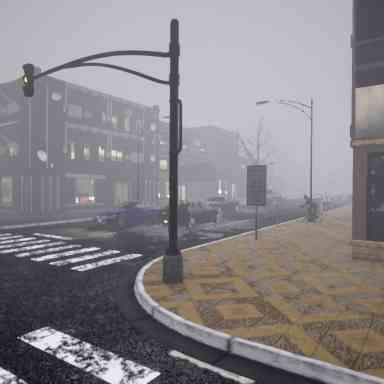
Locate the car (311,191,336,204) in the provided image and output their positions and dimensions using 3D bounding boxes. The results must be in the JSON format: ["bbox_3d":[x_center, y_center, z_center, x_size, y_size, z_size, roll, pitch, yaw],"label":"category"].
[{"bbox_3d":[17.950,0.698,45.339,2.128,1.511,4.902,1,1,35],"label":"car"}]

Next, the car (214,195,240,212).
[{"bbox_3d":[2.351,1.028,28.431,1.882,1.535,5.008,1,1,35],"label":"car"}]

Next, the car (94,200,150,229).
[{"bbox_3d":[-3.596,1.248,19.835,1.812,1.442,4.674,1,1,37],"label":"car"}]

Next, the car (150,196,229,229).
[{"bbox_3d":[0.021,1.227,19.448,1.837,1.490,4.892,1,2,35],"label":"car"}]

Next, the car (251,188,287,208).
[{"bbox_3d":[8.368,0.599,37.100,2.150,2.045,5.566,1,1,35],"label":"car"}]

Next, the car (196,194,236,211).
[{"bbox_3d":[2.450,1.011,33.334,2.008,1.369,4.403,2,2,35],"label":"car"}]

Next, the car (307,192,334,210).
[{"bbox_3d":[12.711,0.993,33.025,2.008,1.369,4.403,2,2,35],"label":"car"}]

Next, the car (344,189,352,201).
[{"bbox_3d":[25.475,0.619,51.642,1.887,1.381,4.507,2,2,35],"label":"car"}]

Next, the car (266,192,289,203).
[{"bbox_3d":[12.165,0.767,47.200,1.802,1.307,4.206,2,2,35],"label":"car"}]

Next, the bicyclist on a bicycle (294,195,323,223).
[{"bbox_3d":[6.834,1.003,19.557,1.656,1.620,0.582,0,1,35],"label":"bicyclist on a bicycle"}]
